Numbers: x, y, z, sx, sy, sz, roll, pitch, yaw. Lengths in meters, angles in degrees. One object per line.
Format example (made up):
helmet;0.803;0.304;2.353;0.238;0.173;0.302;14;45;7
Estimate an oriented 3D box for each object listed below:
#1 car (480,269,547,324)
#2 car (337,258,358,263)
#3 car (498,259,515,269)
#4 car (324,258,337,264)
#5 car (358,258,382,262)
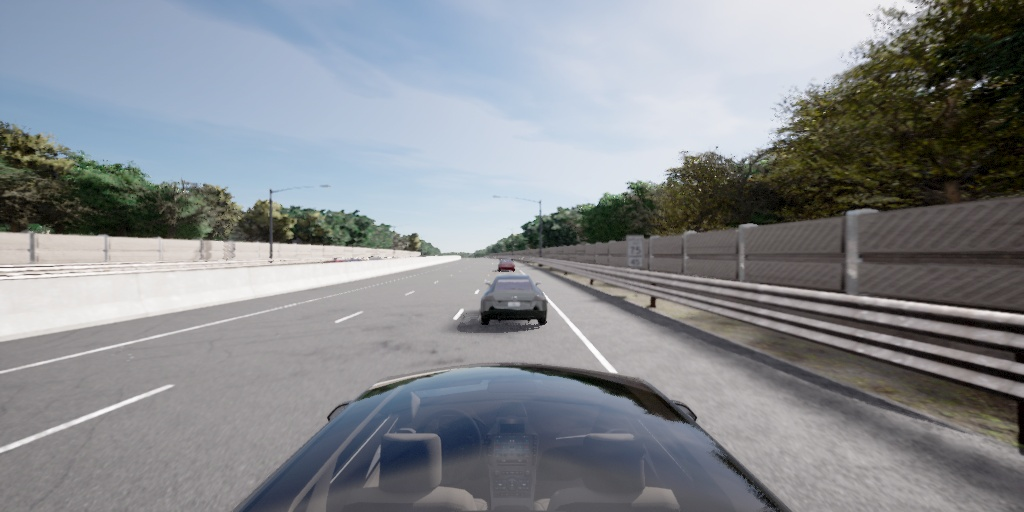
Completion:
car;0.037;1.299;11.920;1.994;1.385;4.181;0;0;-1
car;-22.110;0.962;49.934;1.994;1.385;4.181;0;1;-2
car;-0.700;1.058;44.054;1.994;1.385;4.181;0;1;-2
car;-25.714;0.962;52.748;1.895;1.301;4.718;0;1;-2
car;-18.546;0.948;48.286;1.812;1.442;4.674;0;1;-2
